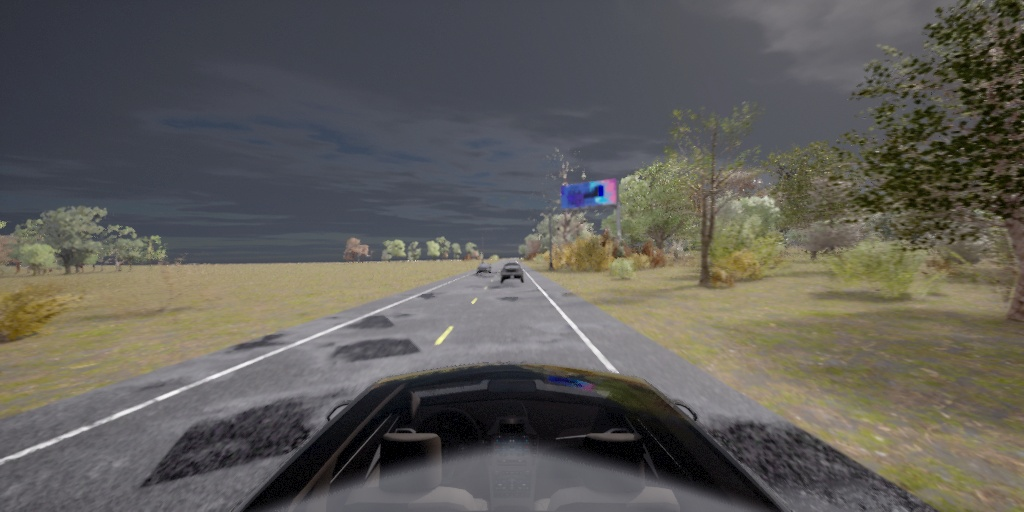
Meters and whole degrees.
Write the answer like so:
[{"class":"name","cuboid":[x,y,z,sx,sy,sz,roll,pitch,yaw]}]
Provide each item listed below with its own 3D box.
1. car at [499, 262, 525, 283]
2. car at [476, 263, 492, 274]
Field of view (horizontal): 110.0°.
[{"class":"car","cuboid":[0.017,1.356,29.396,1.837,1.490,4.892,-1,0,0]},{"class":"car","cuboid":[-3.478,1.600,45.751,2.033,1.411,5.357,-1,0,0]}]
